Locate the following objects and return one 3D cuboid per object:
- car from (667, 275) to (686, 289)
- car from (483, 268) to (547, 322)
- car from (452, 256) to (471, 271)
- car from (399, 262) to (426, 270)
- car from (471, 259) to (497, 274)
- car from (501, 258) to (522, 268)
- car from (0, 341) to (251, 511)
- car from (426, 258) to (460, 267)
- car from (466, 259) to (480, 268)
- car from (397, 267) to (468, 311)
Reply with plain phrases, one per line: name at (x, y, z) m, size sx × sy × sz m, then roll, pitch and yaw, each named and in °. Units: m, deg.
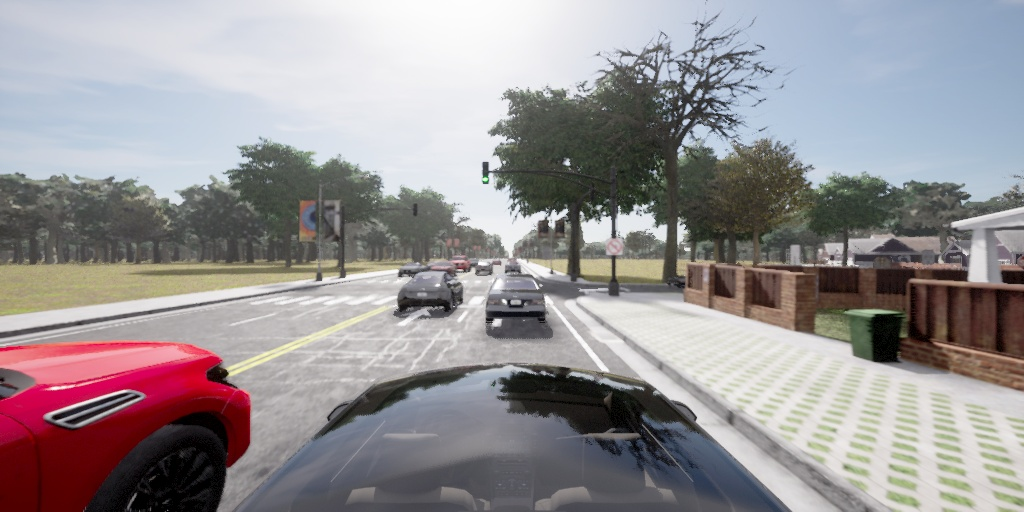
car at (13.069, 1.506, 23.419) m, size 5.357 × 1.411 × 2.033 m, roll 1°, pitch -1°, yaw -3°
car at (0.105, 1.295, 12.198) m, size 2.033 × 1.411 × 5.357 m, roll 0°, pitch 0°, yaw 0°
car at (-6.589, 0.963, 45.092) m, size 2.150 × 2.045 × 5.566 m, roll 0°, pitch 0°, yaw 2°
car at (-9.832, 1.309, 35.708) m, size 1.994 × 1.385 × 4.181 m, roll 0°, pitch 0°, yaw 1°
car at (-3.143, 1.291, 41.314) m, size 2.033 × 1.411 × 5.357 m, roll 0°, pitch 0°, yaw 0°
car at (0.109, 1.291, 40.973) m, size 2.033 × 1.411 × 5.357 m, roll 0°, pitch 0°, yaw 0°
car at (-3.151, 0.972, 0.463) m, size 2.150 × 2.045 × 5.566 m, roll 0°, pitch 0°, yaw 0°
car at (-6.586, 1.223, 34.654) m, size 1.882 × 1.535 × 5.008 m, roll 0°, pitch 0°, yaw 0°
car at (-6.530, 1.238, 60.948) m, size 1.837 × 1.490 × 4.892 m, roll 0°, pitch 0°, yaw 1°
car at (-3.147, 1.312, 14.524) m, size 1.994 × 1.385 × 4.181 m, roll 0°, pitch 0°, yaw 0°
